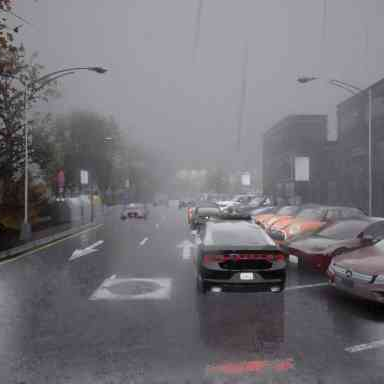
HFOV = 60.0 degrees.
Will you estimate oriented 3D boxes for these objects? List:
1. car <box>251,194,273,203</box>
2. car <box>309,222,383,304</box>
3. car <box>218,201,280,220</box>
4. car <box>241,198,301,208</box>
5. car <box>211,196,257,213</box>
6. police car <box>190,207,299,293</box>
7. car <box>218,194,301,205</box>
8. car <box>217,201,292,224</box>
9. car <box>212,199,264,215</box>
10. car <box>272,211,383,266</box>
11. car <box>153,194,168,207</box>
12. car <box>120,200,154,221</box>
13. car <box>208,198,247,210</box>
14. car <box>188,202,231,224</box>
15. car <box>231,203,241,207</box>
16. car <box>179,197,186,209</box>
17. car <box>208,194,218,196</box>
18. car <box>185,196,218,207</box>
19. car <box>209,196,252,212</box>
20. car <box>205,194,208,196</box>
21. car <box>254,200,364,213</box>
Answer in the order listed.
[{"bbox_3d":[16.971,1.463,80.560,2.435,2.045,5.566,0,0,-22],"label":"car"},{"bbox_3d":[5.193,1.527,7.271,4.674,1.452,2.002,1,0,-21],"label":"car"},{"bbox_3d":[4.837,1.544,28.271,4.792,1.488,2.163,1,0,-21],"label":"car"},{"bbox_3d":[5.078,1.369,16.284,4.553,1.767,2.185,1,0,-21],"label":"car"},{"bbox_3d":[4.701,1.414,37.286,4.553,1.767,2.185,1,0,-21],"label":"car"},{"bbox_3d":[1.015,1.427,9.026,1.930,1.638,5.238,0,0,-1],"label":"police car"},{"bbox_3d":[4.945,1.251,22.257,5.566,2.045,2.435,1,0,-21],"label":"car"},{"bbox_3d":[4.737,1.503,25.211,5.366,1.575,1.946,1,0,-21],"label":"car"},{"bbox_3d":[4.752,1.560,34.271,4.792,1.488,2.163,1,0,-21],"label":"car"},{"bbox_3d":[5.113,1.518,10.262,4.792,1.488,2.163,1,0,-21],"label":"car"},{"bbox_3d":[-4.939,1.333,52.926,2.150,2.045,5.566,0,0,-1],"label":"car"},{"bbox_3d":[-4.500,1.591,26.994,1.994,1.385,4.181,0,0,-1],"label":"car"},{"bbox_3d":[4.640,1.600,43.295,4.674,1.452,2.002,1,0,-21],"label":"car"},{"bbox_3d":[0.854,1.518,18.915,1.837,1.490,4.892,0,0,-1],"label":"car"},{"bbox_3d":[4.996,1.538,19.279,4.674,1.452,2.002,1,0,-21],"label":"car"},{"bbox_3d":[-0.766,1.441,46.848,2.097,1.767,4.553,0,0,0],"label":"car"},{"bbox_3d":[4.799,1.270,31.273,5.566,2.045,2.435,1,0,-21],"label":"car"},{"bbox_3d":[0.760,1.373,24.885,2.097,1.767,4.553,0,0,-1],"label":"car"},{"bbox_3d":[4.655,1.424,40.286,4.553,1.767,2.185,1,0,-21],"label":"car"},{"bbox_3d":[4.626,1.446,46.304,4.553,1.767,2.185,1,0,-21],"label":"car"},{"bbox_3d":[5.125,1.366,13.283,4.553,1.767,2.185,1,0,-21],"label":"car"}]
